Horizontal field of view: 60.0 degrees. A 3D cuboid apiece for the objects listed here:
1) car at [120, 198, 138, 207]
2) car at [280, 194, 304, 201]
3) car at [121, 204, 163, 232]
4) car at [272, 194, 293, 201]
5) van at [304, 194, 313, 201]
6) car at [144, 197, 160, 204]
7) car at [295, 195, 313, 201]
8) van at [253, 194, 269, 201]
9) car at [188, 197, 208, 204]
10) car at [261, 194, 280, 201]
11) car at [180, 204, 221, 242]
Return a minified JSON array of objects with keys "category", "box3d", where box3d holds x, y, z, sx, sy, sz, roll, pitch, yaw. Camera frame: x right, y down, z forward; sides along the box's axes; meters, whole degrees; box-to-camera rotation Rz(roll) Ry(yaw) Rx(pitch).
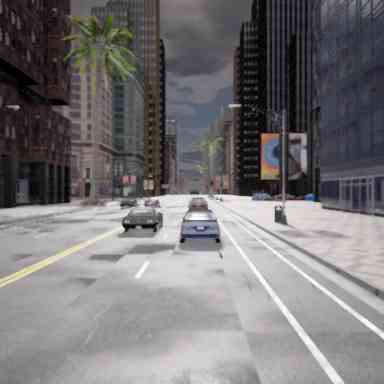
[{"category":"car","box3d":[-9.073,1.572,48.459,2.033,1.411,5.357,0,0,1]},{"category":"car","box3d":[23.977,1.618,80.231,4.206,1.307,1.802,0,0,1]},{"category":"car","box3d":[-2.811,1.608,20.022,1.895,1.301,4.718,0,0,1]},{"category":"car","box3d":[24.097,1.333,88.755,5.009,1.841,2.192,0,0,1]},{"category":"van","box3d":[29.654,1.374,80.149,3.998,1.788,1.690,0,0,1]},{"category":"car","box3d":[-5.818,1.514,48.539,2.128,1.511,4.902,0,0,1]},{"category":"car","box3d":[29.774,1.596,88.674,4.206,1.307,1.802,0,0,1]},{"category":"van","box3d":[18.420,1.364,88.837,3.998,1.788,1.690,0,0,1]},{"category":"car","box3d":[0.682,1.368,36.537,2.097,1.767,4.553,0,0,1]},{"category":"car","box3d":[18.299,1.592,80.313,4.403,1.369,2.008,0,0,1]},{"category":"car","box3d":[0.381,1.553,16.416,2.033,1.411,5.357,0,0,1]}]
